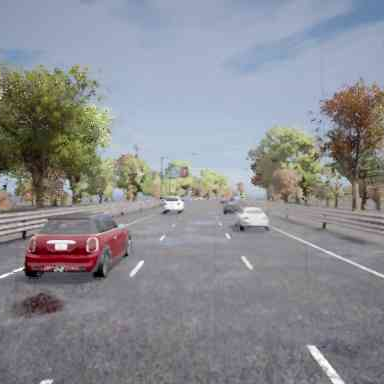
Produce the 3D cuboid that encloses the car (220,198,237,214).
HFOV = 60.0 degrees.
[{"bbox_3d":[4.681,1.876,40.257,2.128,1.511,4.902,0,0,3],"label":"car"}]

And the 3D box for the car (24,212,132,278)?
[{"bbox_3d":[-3.311,1.442,10.607,2.097,1.767,4.553,0,-1,1],"label":"car"}]

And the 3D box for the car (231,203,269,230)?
[{"bbox_3d":[3.954,1.737,22.487,1.812,1.442,4.674,0,0,2],"label":"car"}]

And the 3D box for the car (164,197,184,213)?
[{"bbox_3d":[-2.243,1.616,42.237,2.150,2.045,5.566,0,0,3],"label":"car"}]
